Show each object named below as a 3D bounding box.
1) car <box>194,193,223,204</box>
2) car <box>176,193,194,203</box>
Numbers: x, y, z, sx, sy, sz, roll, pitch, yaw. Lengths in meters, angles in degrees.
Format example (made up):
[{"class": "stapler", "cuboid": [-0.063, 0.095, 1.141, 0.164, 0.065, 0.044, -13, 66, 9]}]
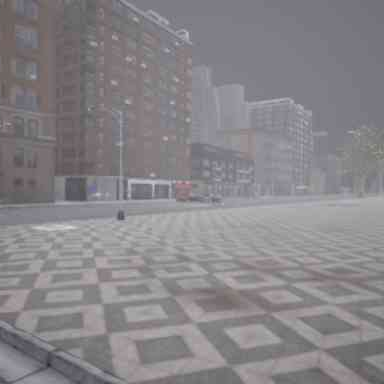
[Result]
[{"class": "car", "cuboid": [2.837, 0.982, 50.265, 1.837, 1.490, 4.892, 2, 0, 36]}, {"class": "car", "cuboid": [-0.469, 0.881, 51.247, 1.882, 1.535, 5.008, 2, 0, 36]}]
